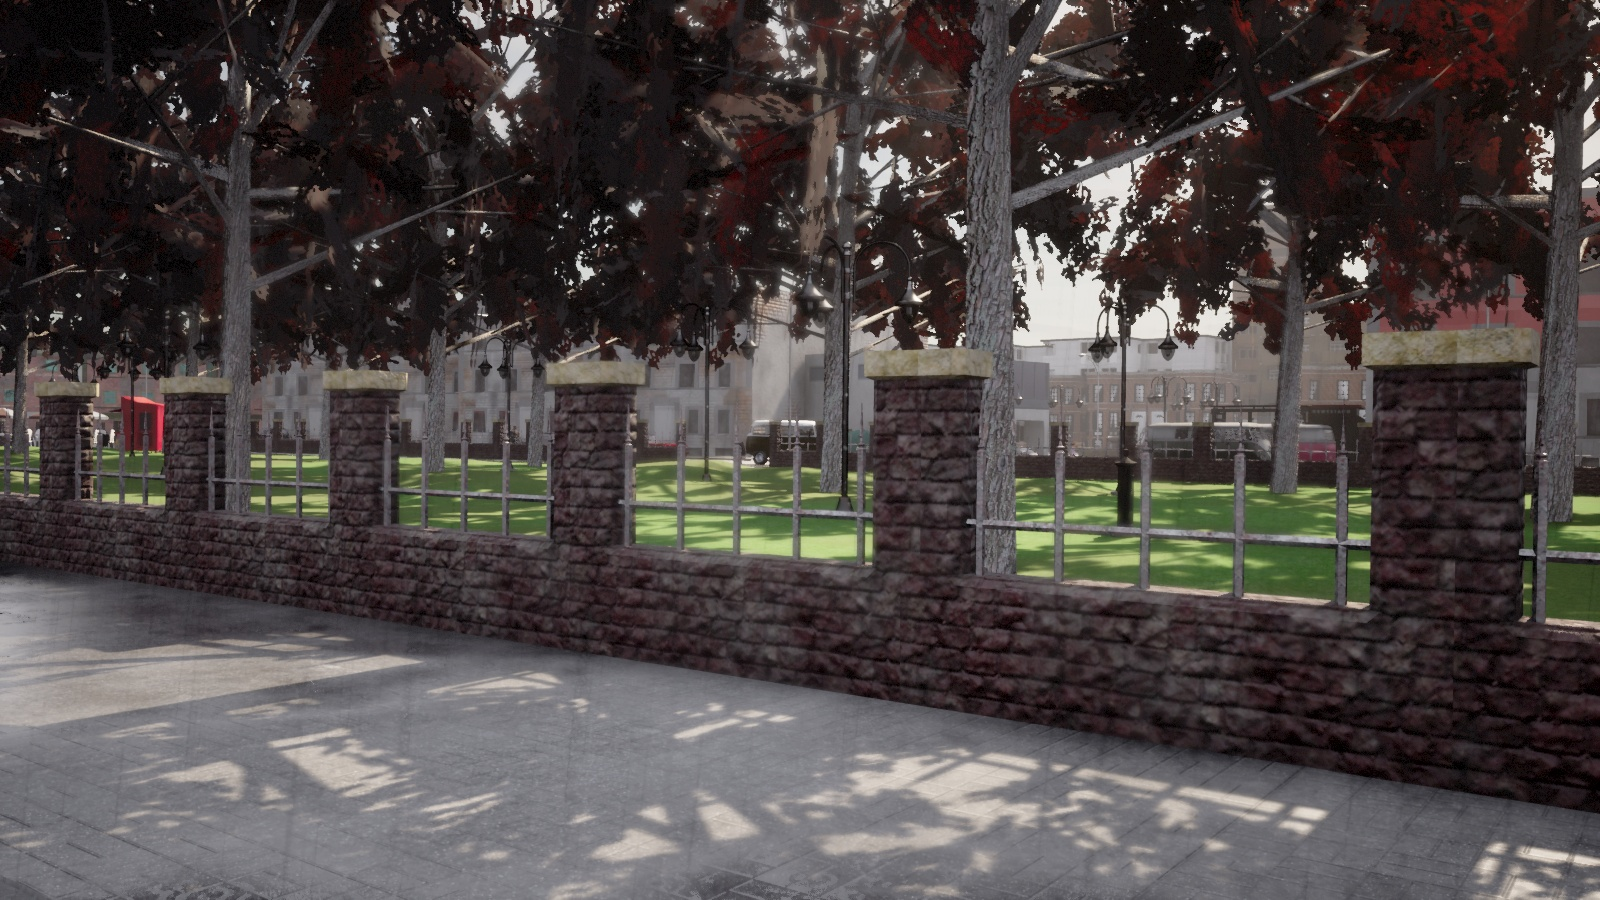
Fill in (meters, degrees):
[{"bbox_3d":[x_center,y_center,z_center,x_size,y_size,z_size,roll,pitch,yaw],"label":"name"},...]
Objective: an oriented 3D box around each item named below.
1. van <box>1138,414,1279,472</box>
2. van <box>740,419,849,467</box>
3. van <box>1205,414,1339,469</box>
[{"bbox_3d":[14.553,-0.260,44.835,4.442,1.987,1.775,0,1,36],"label":"van"},{"bbox_3d":[-0.278,-0.302,55.777,4.480,2.038,2.069,0,1,37],"label":"van"},{"bbox_3d":[17.790,-0.324,47.417,4.442,1.987,1.775,0,1,36],"label":"van"}]
